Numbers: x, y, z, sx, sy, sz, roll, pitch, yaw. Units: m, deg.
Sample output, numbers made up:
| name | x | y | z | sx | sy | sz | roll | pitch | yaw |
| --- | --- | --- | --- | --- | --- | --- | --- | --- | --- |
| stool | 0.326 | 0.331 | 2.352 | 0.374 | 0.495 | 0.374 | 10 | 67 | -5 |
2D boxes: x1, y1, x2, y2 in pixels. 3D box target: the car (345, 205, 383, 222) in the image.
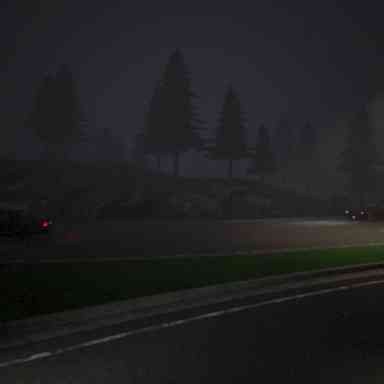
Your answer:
| name | x | y | z | sx | sy | sz | roll | pitch | yaw |
| --- | --- | --- | --- | --- | --- | --- | --- | --- | --- |
| car | 15.084 | 1.736 | 27.735 | 4.718 | 1.301 | 1.895 | 0 | 0 | -24 |

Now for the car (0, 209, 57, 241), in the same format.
| name | x | y | z | sx | sy | sz | roll | pitch | yaw |
| --- | --- | --- | --- | --- | --- | --- | --- | --- | --- |
| car | -9.294 | 1.509 | 15.710 | 5.357 | 1.411 | 2.033 | 0 | 0 | -7 |
